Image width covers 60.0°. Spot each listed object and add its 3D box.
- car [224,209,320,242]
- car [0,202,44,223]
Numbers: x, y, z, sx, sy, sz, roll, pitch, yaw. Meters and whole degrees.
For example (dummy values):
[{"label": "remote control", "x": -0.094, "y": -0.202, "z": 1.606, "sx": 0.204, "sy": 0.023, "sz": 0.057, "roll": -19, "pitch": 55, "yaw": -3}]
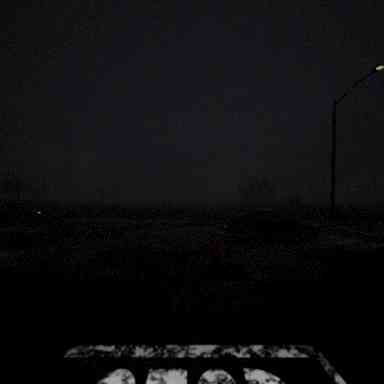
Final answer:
[{"label": "car", "x": 3.934, "y": 1.599, "z": 16.662, "sx": 4.674, "sy": 1.442, "sz": 1.812, "roll": 1, "pitch": 0, "yaw": 0}, {"label": "car", "x": -12.904, "y": 1.421, "z": 23.774, "sx": 4.181, "sy": 1.385, "sz": 1.994, "roll": 1, "pitch": 1, "yaw": 0}]
